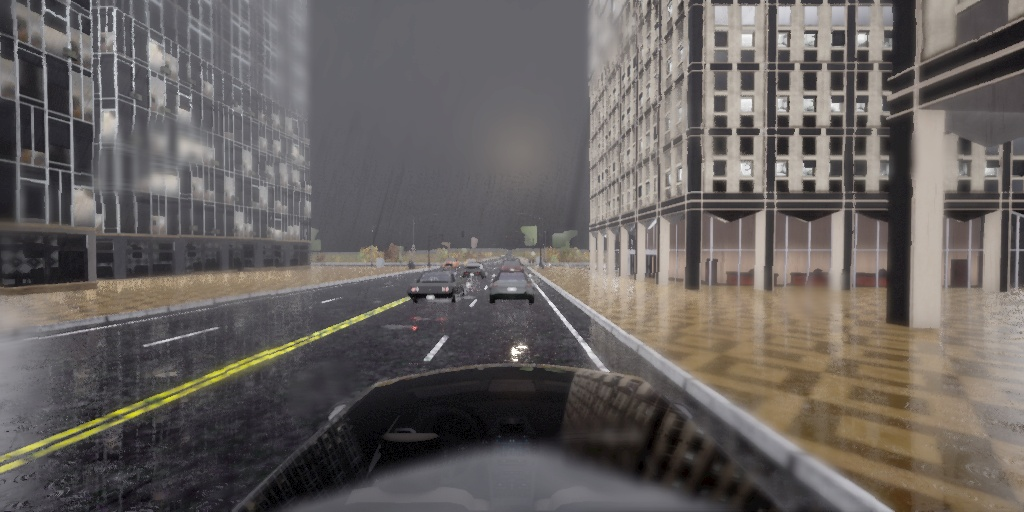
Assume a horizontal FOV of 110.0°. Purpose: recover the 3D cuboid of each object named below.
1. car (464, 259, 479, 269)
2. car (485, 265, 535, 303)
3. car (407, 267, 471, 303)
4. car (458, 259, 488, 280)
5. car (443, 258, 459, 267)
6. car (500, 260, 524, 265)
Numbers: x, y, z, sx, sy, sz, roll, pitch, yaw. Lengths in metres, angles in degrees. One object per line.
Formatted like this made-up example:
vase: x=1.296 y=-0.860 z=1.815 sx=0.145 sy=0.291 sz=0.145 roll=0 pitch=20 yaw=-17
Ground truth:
car: x=-6.500 y=1.208 z=57.507 sx=1.882 sy=1.535 sz=5.008 roll=0 pitch=0 yaw=0
car: x=0.000 y=1.315 z=16.503 sx=1.994 sy=1.385 sz=4.181 roll=0 pitch=0 yaw=0
car: x=-3.250 y=1.359 z=16.533 sx=1.895 sy=1.301 sz=4.718 roll=0 pitch=0 yaw=0
car: x=-3.250 y=1.248 z=31.504 sx=1.837 sy=1.490 sz=4.892 roll=0 pitch=0 yaw=0
car: x=-9.750 y=1.101 z=57.537 sx=2.097 sy=1.767 sz=4.553 roll=0 pitch=0 yaw=0
car: x=0.000 y=1.098 z=31.474 sx=2.097 sy=1.767 sz=4.553 roll=0 pitch=0 yaw=0
